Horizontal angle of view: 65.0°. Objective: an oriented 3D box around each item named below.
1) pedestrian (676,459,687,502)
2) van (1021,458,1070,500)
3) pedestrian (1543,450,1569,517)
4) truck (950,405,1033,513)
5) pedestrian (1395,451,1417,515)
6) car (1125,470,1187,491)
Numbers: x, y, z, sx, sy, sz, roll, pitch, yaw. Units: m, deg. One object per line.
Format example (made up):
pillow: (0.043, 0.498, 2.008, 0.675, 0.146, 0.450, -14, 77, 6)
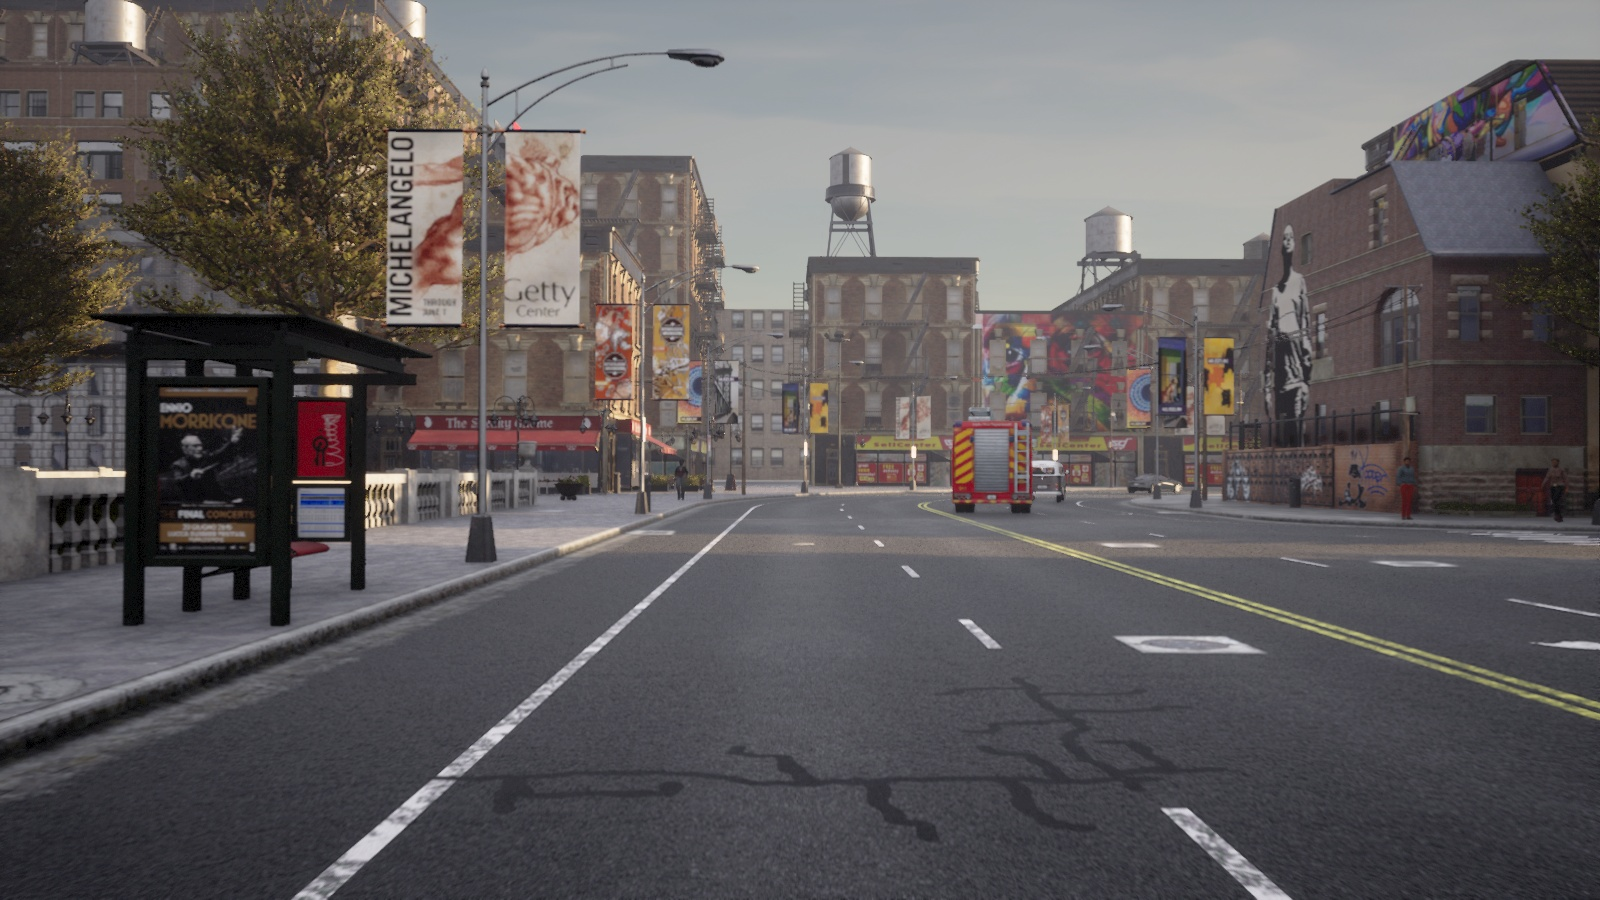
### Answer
pedestrian: (-5.278, 1.350, 55.795, 0.402, 1.930, 0.666, 0, -1, 2)
van: (12.388, 1.460, 63.194, 2.069, 2.038, 4.480, -1, -1, 16)
pedestrian: (21.091, 0.925, 35.041, 0.634, 1.846, 0.331, 0, -1, -30)
truck: (7.609, 0.373, 49.008, 2.891, 3.827, 8.468, 0, -1, 11)
pedestrian: (17.729, 0.964, 36.725, 0.353, 1.847, 0.614, 0, -1, 3)
car: (24.519, 2.110, 86.446, 4.181, 1.385, 1.994, 0, -1, -37)
